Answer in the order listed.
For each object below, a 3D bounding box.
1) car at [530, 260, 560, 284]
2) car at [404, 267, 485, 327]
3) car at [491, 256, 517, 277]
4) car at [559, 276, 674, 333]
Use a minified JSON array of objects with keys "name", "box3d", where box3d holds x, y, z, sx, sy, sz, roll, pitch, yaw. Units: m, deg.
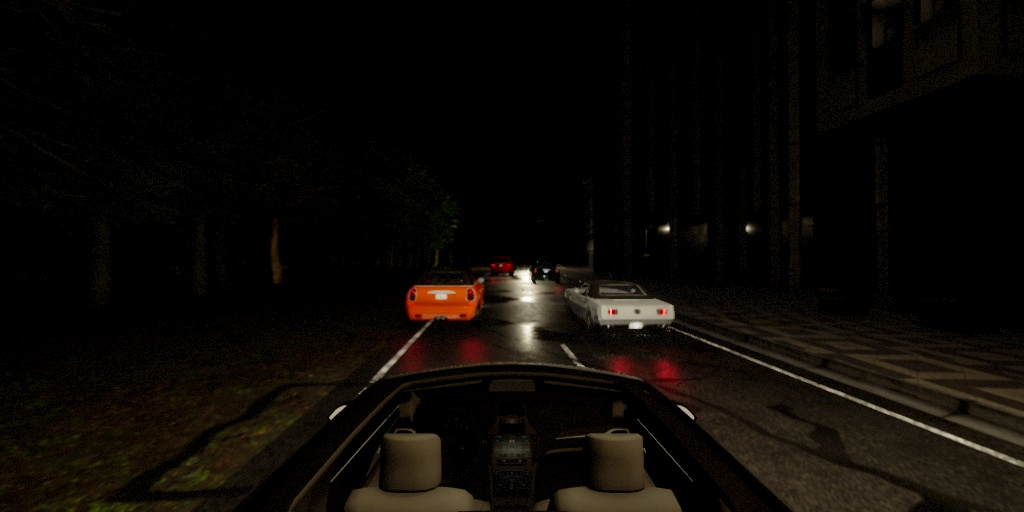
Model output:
[{"name":"car","box3d":[2.519,1.172,28.445,2.097,1.767,4.553,0,0,0]},{"name":"car","box3d":[-2.009,1.127,11.840,2.097,1.767,4.553,0,0,-3]},{"name":"car","box3d":[-0.930,1.028,37.474,2.150,2.045,5.566,0,0,3]},{"name":"car","box3d":[2.901,1.396,10.916,1.895,1.301,4.718,0,0,-3]}]
